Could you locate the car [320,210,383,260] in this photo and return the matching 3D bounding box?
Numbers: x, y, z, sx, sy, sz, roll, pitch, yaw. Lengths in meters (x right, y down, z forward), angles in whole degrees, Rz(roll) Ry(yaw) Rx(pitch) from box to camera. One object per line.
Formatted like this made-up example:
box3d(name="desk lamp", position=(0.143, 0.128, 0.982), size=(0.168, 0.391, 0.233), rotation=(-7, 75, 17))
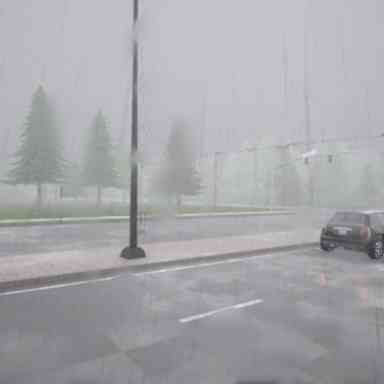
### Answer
box3d(name="car", position=(7.192, 1.501, 13.265), size=(4.553, 1.767, 2.097), rotation=(1, -1, -35))
